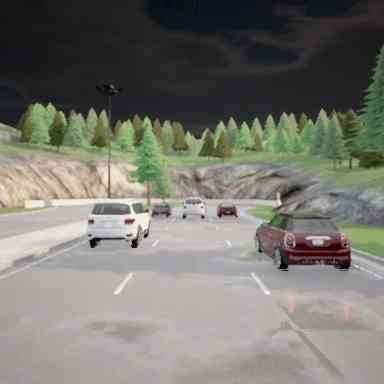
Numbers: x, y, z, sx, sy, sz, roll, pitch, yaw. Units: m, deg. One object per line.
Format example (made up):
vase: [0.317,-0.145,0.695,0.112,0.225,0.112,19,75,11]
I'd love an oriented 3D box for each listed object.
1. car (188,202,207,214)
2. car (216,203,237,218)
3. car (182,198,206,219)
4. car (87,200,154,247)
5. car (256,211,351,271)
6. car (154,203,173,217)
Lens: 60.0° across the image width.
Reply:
car: [0.761,2.079,43.644,1.994,1.385,4.181,0,-1,7]
car: [3.702,1.901,35.804,1.882,1.535,5.008,0,0,1]
car: [0.162,1.620,33.734,2.150,2.045,5.566,0,-1,0]
car: [-3.390,1.414,16.231,2.150,2.045,5.566,0,-1,0]
car: [3.607,1.491,11.629,2.097,1.767,4.553,0,-1,0]
car: [-3.246,1.928,36.934,2.128,1.511,4.902,0,-1,2]
